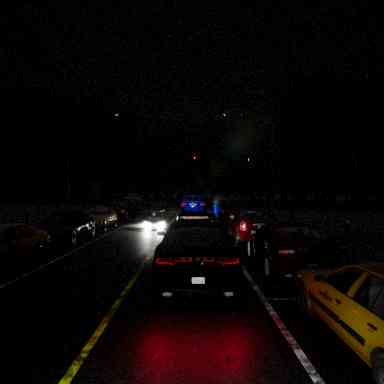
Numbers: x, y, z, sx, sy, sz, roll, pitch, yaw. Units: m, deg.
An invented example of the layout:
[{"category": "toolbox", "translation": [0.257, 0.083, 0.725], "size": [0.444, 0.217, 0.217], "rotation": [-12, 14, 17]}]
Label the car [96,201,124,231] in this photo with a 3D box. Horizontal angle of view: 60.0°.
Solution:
[{"category": "car", "translation": [-5.763, 1.527, 20.527], "size": [1.752, 1.417, 4.829], "rotation": [0, 0, 0]}]

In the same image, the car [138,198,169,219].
[{"category": "car", "translation": [-3.001, 1.499, 28.702], "size": [2.128, 1.511, 4.902], "rotation": [0, 0, 0]}]

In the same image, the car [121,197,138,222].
[{"category": "car", "translation": [-5.763, 1.444, 26.134], "size": [1.967, 1.590, 4.097], "rotation": [0, 0, 0]}]

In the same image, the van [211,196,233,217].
[{"category": "van", "translation": [2.763, 1.346, 31.571], "size": [1.690, 1.788, 3.998], "rotation": [0, 0, 0]}]

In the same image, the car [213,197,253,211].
[{"category": "car", "translation": [2.761, 1.317, 20.696], "size": [2.192, 1.841, 5.009], "rotation": [0, 0, 0]}]

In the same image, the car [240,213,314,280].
[{"category": "car", "translation": [2.761, 1.545, 9.821], "size": [1.887, 1.381, 4.507], "rotation": [0, 0, 0]}]

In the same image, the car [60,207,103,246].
[{"category": "car", "translation": [-5.764, 1.567, 15.259], "size": [1.947, 1.339, 4.313], "rotation": [0, 0, 0]}]

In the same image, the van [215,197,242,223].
[{"category": "van", "translation": [2.762, 1.345, 26.134], "size": [1.690, 1.788, 3.998], "rotation": [0, 0, 0]}]

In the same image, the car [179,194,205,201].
[{"category": "car", "translation": [0.025, 1.226, 29.411], "size": [2.150, 2.045, 5.566], "rotation": [0, 0, -2]}]

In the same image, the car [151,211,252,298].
[{"category": "car", "translation": [0.095, 1.478, 8.600], "size": [1.882, 1.535, 5.008], "rotation": [0, 0, 0]}]

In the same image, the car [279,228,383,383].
[{"category": "car", "translation": [2.760, 1.525, 4.553], "size": [1.752, 1.417, 4.829], "rotation": [0, 0, 0]}]

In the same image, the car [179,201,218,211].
[{"category": "car", "translation": [0.098, 1.493, 19.043], "size": [2.128, 1.511, 4.902], "rotation": [0, 0, 0]}]

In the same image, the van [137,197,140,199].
[{"category": "van", "translation": [-5.763, 1.346, 31.572], "size": [1.690, 1.788, 3.998], "rotation": [0, 0, 0]}]

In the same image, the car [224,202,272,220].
[{"category": "car", "translation": [2.761, 1.441, 15.258], "size": [1.967, 1.590, 4.097], "rotation": [0, 0, 0]}]

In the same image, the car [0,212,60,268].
[{"category": "car", "translation": [-5.764, 1.526, 9.652], "size": [1.752, 1.417, 4.829], "rotation": [0, 0, 0]}]
